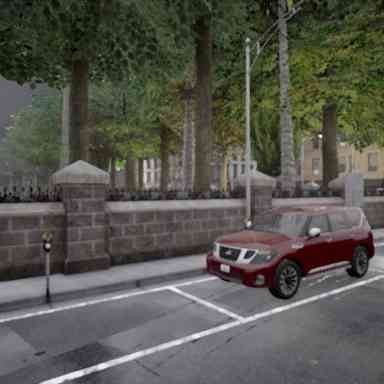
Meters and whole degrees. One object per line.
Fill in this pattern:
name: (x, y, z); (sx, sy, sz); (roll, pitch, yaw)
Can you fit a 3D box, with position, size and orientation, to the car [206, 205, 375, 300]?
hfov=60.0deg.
car: (2.737, 1.302, 8.562); (5.009, 1.841, 2.192); (0, 0, -36)
